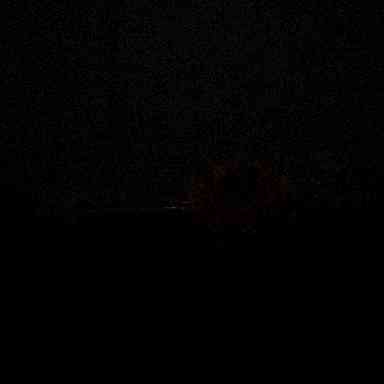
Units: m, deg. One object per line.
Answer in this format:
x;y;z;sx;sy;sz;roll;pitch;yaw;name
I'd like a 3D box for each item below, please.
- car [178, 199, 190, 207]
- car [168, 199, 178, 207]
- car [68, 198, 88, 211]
0.138;2.056;61.812;1.837;1.490;4.892;-1;-1;36;car
-2.707;2.119;63.962;1.837;1.490;4.892;-1;-2;36;car
-16.448;1.709;44.987;2.097;1.767;4.553;-1;-1;36;car
